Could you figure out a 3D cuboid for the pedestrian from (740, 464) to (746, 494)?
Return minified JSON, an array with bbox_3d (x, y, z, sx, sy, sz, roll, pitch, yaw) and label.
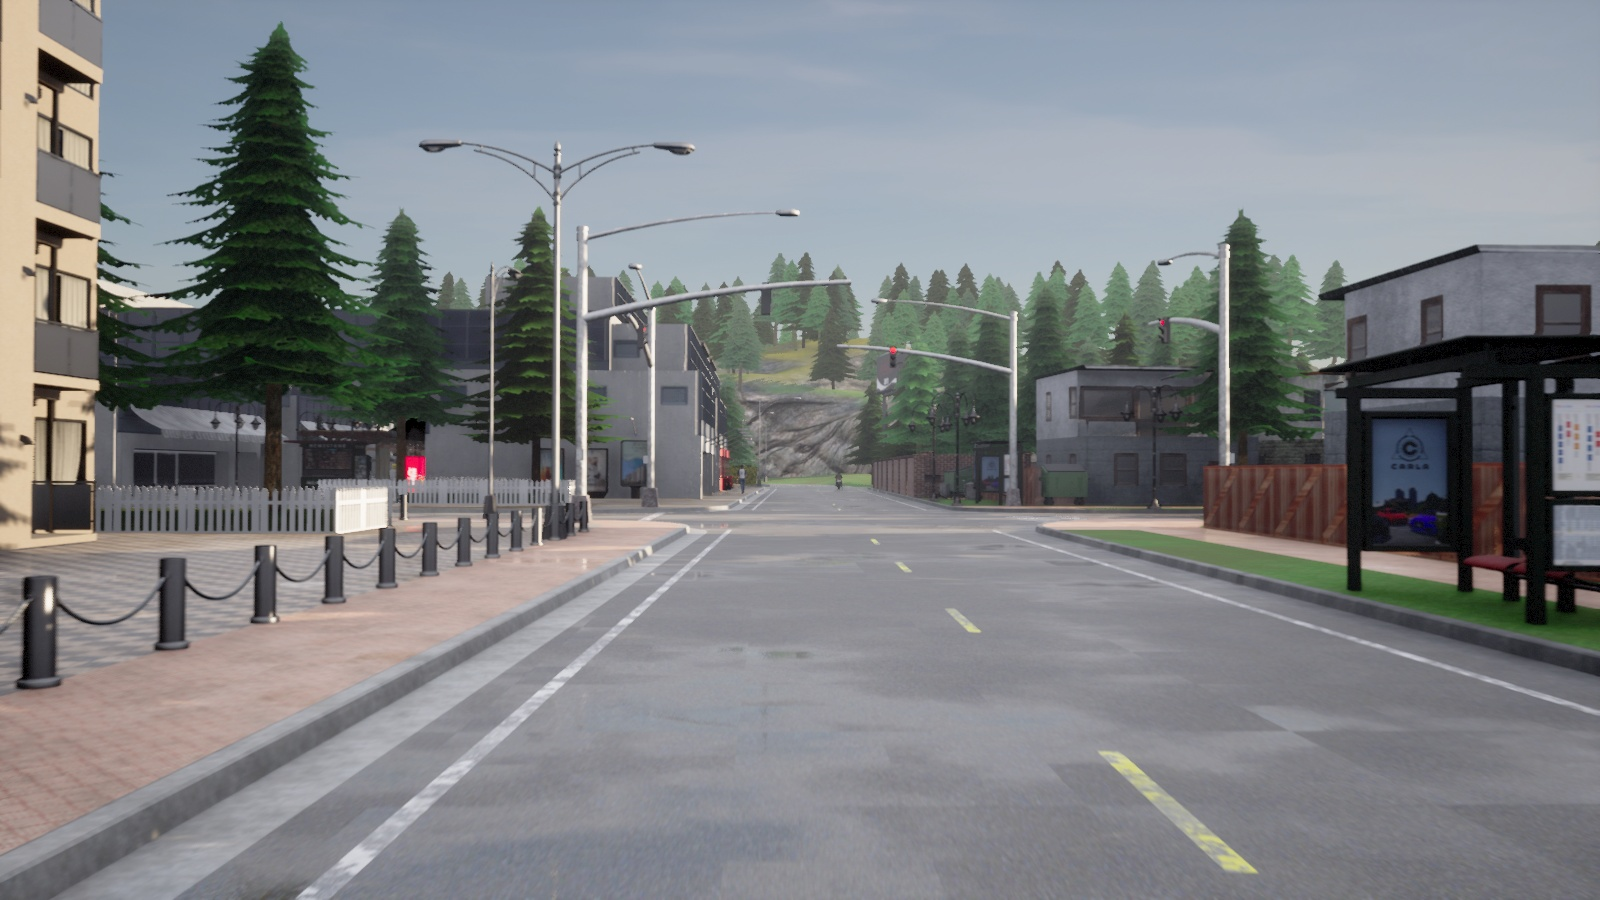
[{"bbox_3d":[-3.539,1.790,77.689,0.354,1.836,0.706,0,-1,-3],"label":"pedestrian"}]
